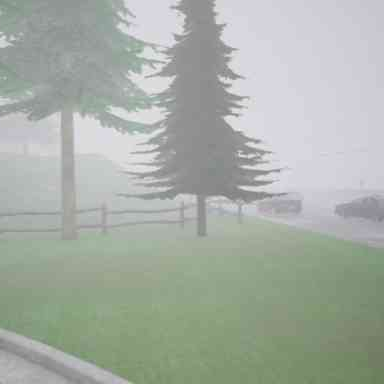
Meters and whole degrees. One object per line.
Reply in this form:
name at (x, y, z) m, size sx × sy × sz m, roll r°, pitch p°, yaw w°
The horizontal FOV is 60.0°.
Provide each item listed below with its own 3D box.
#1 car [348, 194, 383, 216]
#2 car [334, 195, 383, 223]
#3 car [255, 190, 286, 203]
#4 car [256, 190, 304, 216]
car at (13.665, 0.896, 24.367) m, size 1.994 × 1.385 × 4.181 m, roll -1°, pitch 1°, yaw -10°
car at (10.889, 1.000, 20.059) m, size 2.033 × 1.411 × 5.357 m, roll -1°, pitch 1°, yaw -10°
car at (10.193, 0.485, 43.466) m, size 2.128 × 1.511 × 4.902 m, roll -1°, pitch 1°, yaw -10°
car at (6.410, 0.886, 25.129) m, size 1.882 × 1.535 × 5.008 m, roll -1°, pitch 1°, yaw -10°
